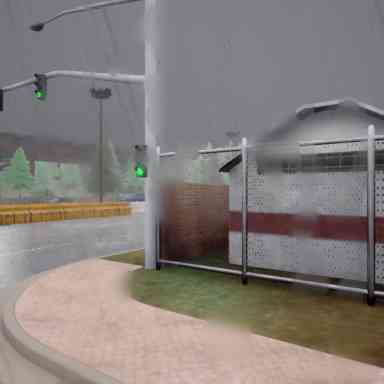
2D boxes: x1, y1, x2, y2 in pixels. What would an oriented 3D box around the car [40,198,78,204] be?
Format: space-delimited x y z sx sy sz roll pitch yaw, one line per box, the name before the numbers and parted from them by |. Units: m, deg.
car | -15.929 1.505 39.646 1.837 1.490 4.892 0 0 34
